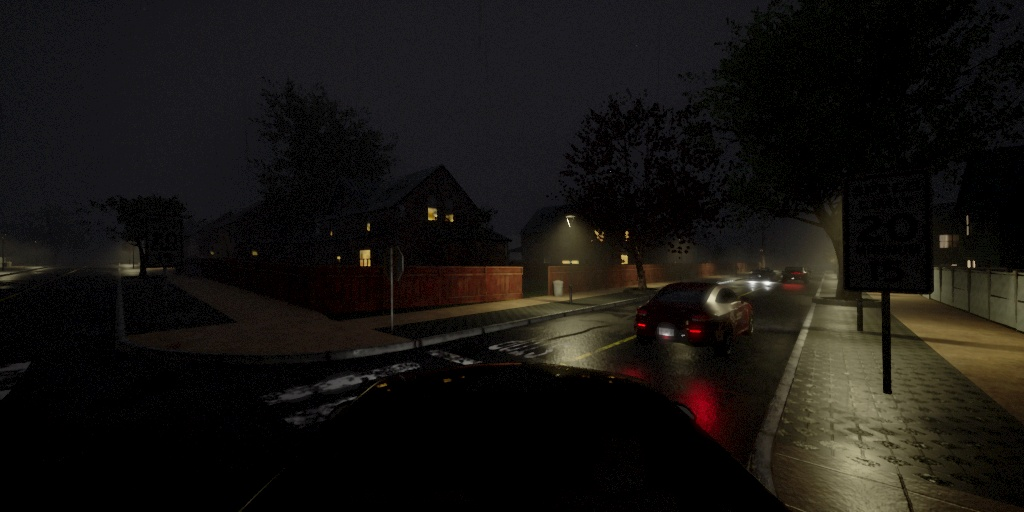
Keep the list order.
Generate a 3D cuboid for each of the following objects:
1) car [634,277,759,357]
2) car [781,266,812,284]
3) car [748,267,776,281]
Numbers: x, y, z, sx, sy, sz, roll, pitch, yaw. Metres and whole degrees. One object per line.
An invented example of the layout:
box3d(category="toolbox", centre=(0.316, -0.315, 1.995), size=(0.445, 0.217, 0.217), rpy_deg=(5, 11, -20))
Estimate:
box3d(category="car", centre=(4.587, 1.366, 8.837), size=(1.812, 1.442, 4.674), rpy_deg=(-1, -1, 42))
box3d(category="car", centre=(26.163, 1.730, 33.093), size=(1.837, 1.490, 4.892), rpy_deg=(-1, -1, 42))
box3d(category="car", centre=(25.876, 1.854, 37.008), size=(1.994, 1.385, 4.181), rpy_deg=(-1, -1, 42))
